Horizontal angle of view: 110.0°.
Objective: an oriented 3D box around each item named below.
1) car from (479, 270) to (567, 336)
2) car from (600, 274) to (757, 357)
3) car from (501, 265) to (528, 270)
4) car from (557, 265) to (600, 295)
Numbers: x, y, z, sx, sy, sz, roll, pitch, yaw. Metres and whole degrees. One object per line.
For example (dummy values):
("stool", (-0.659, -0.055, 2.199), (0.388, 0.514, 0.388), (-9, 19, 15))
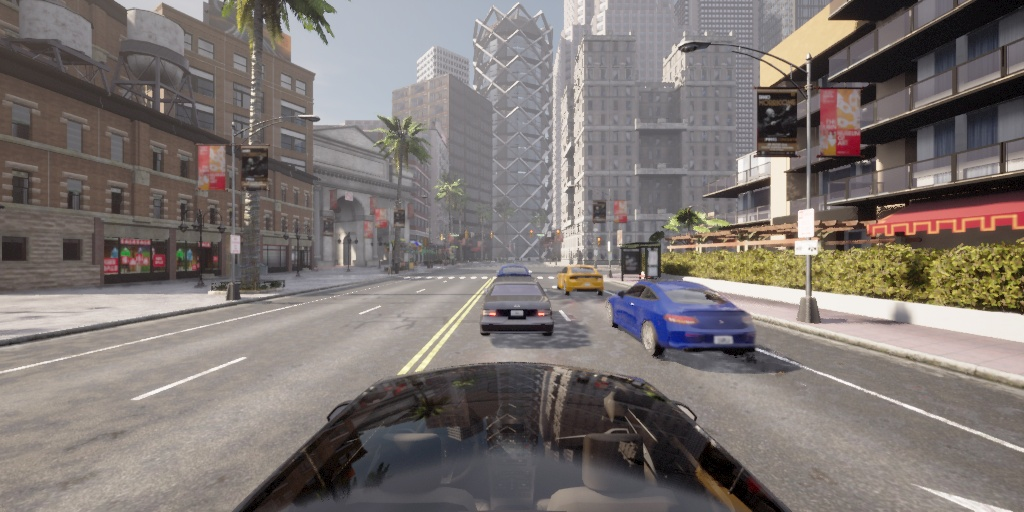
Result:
("car", (0.108, 1.297, 10.386), (2.033, 1.411, 5.357), (0, 0, 0))
("car", (3.624, 1.276, 8.455), (1.812, 1.442, 4.674), (0, 0, 0))
("car", (0.116, 1.228, 20.173), (1.882, 1.535, 5.008), (0, 0, 0))
("car", (3.615, 1.228, 19.673), (1.882, 1.535, 5.008), (0, 0, 0))
